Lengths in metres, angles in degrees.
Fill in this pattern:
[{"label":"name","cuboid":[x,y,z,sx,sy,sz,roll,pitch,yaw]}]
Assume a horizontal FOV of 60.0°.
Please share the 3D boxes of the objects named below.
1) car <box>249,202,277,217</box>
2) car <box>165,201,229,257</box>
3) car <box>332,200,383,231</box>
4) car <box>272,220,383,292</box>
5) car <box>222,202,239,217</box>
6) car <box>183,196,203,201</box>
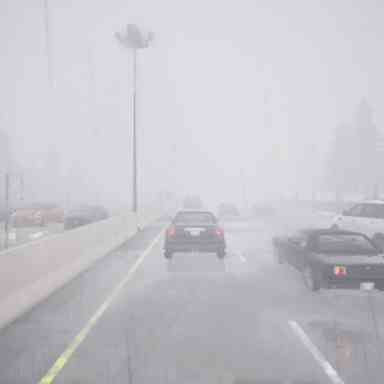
[{"label":"car","cuboid":[7.093,1.729,33.597,2.033,1.411,5.357,0,0,0]},{"label":"car","cuboid":[0.097,1.424,13.346,2.097,1.767,4.553,0,0,0]},{"label":"car","cuboid":[7.097,1.289,12.234,2.150,2.045,5.566,0,0,0]},{"label":"car","cuboid":[3.599,1.650,9.042,1.895,1.301,4.718,0,0,0]},{"label":"car","cuboid":[3.593,1.729,33.604,2.033,1.411,5.357,0,0,0]},{"label":"car","cuboid":[0.092,1.432,38.605,2.150,2.045,5.566,0,0,0]}]
